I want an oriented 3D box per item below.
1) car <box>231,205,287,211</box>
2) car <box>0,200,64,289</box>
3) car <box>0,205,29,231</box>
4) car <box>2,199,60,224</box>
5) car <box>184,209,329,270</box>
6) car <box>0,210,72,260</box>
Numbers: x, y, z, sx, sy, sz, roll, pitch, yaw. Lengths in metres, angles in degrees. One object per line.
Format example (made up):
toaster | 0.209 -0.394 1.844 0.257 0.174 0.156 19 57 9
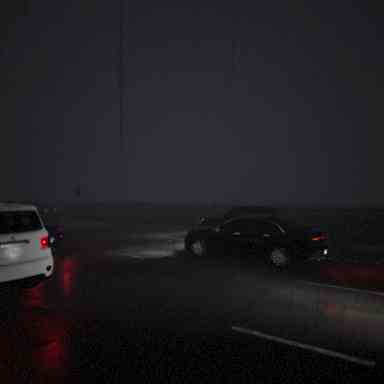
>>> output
car | 2.421 1.373 15.163 4.553 1.767 2.097 0 0 35
car | -5.659 1.250 8.030 5.566 2.045 2.150 0 0 36
car | -13.191 1.619 22.001 5.357 1.411 2.033 0 0 35
car | -12.536 1.429 25.831 4.553 1.767 2.097 0 0 36
car | 1.953 1.520 11.197 4.892 1.490 1.837 0 0 36
car | -7.014 1.567 13.296 4.674 1.442 1.812 0 0 35
